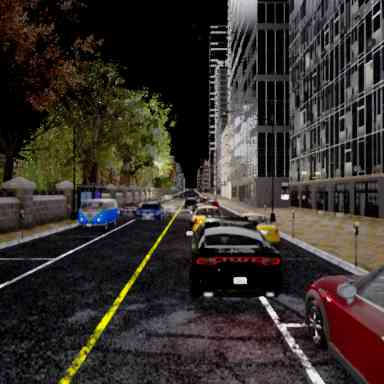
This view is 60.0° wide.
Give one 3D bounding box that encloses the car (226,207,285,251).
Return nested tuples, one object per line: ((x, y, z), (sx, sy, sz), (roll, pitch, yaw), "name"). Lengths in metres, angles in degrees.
((2.664, 1.516, 15.065), (1.752, 1.417, 4.829), (0, 0, 0), "car")

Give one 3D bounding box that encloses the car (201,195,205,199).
((2.575, 1.450, 60.346), (1.887, 1.381, 4.507), (0, 0, 0), "car")

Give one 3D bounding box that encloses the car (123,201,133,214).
((-5.750, 1.550, 31.936), (1.802, 1.307, 4.206), (0, 0, 0), "car")

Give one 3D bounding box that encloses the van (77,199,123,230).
((-5.726, 1.326, 20.570), (1.690, 1.788, 3.998), (0, 0, 0), "van")

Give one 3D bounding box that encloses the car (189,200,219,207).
((0.862, 1.443, 18.777), (1.801, 1.575, 5.366), (0, 0, 0), "car")

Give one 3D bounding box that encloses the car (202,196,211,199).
((2.608, 1.529, 43.302), (1.802, 1.307, 4.206), (0, 0, 0), "car")

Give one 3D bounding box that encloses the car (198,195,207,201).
((2.529, 1.385, 83.072), (2.008, 1.369, 4.403), (0, 0, 0), "car")

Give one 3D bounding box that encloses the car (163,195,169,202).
((-5.806, 1.457, 60.350), (2.008, 1.369, 4.403), (0, 0, 0), "car")

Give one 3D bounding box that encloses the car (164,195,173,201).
((-5.851, 1.385, 83.082), (2.008, 1.369, 4.403), (0, 0, 0), "car")

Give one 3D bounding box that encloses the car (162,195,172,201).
((-5.840, 1.404, 77.399), (2.008, 1.369, 4.403), (0, 0, 0), "car")

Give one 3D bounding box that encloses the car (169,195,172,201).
((-5.828, 1.398, 71.545), (1.752, 1.417, 4.829), (0, 0, 0), "car")

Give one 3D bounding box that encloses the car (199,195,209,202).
((2.552, 1.438, 71.708), (1.947, 1.339, 4.313), (0, 0, 0), "car")

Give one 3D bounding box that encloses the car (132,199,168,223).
((-3.140, 1.504, 25.780), (1.812, 1.442, 4.674), (0, 0, 0), "car")

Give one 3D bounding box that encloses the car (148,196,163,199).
((-5.783, 1.479, 48.984), (1.887, 1.381, 4.507), (0, 0, 0), "car")

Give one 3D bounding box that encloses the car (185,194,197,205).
((-0.118, 1.261, 58.999), (2.097, 1.767, 4.553), (0, 0, 0), "car")

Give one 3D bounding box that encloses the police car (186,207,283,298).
((0.883, 1.422, 8.696), (1.930, 1.638, 5.238), (0, 0, 0), "police car")

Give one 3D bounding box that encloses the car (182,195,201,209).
((-0.078, 1.448, 45.371), (1.837, 1.490, 4.892), (0, 0, 0), "car")

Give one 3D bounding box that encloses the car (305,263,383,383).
((2.687, 1.439, 3.529), (1.967, 1.590, 4.097), (0, 0, 0), "car")
